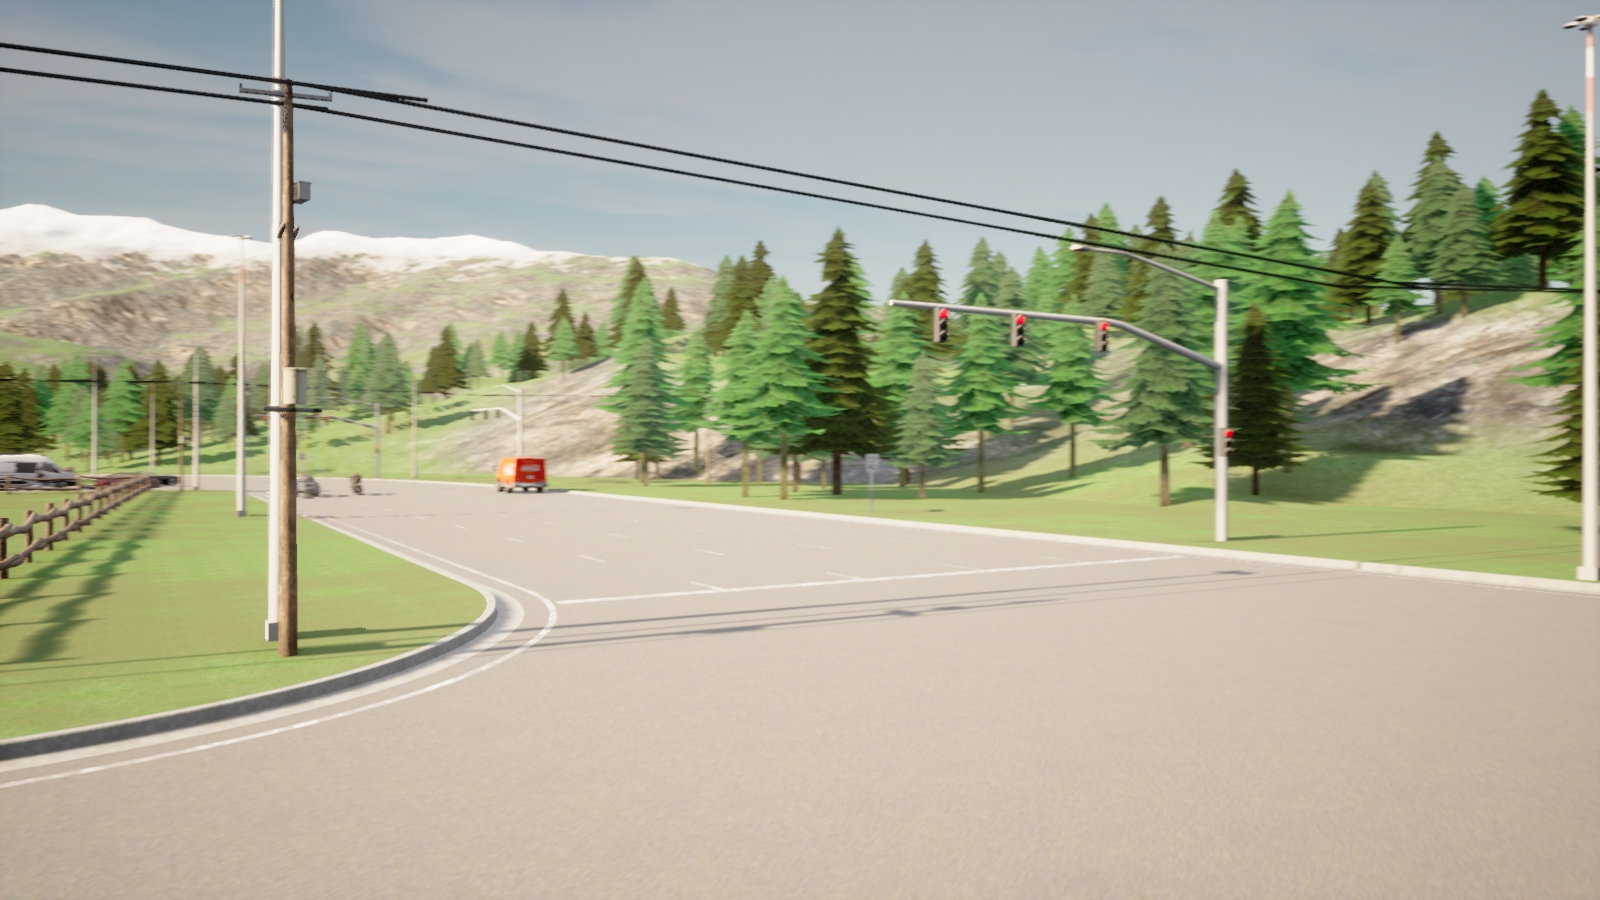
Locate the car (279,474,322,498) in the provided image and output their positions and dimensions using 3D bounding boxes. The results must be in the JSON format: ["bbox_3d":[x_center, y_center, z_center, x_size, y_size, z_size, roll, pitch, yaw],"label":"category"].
[{"bbox_3d":[-31.735,2.274,72.601,1.994,1.385,4.181,0,0,-31],"label":"car"}]
